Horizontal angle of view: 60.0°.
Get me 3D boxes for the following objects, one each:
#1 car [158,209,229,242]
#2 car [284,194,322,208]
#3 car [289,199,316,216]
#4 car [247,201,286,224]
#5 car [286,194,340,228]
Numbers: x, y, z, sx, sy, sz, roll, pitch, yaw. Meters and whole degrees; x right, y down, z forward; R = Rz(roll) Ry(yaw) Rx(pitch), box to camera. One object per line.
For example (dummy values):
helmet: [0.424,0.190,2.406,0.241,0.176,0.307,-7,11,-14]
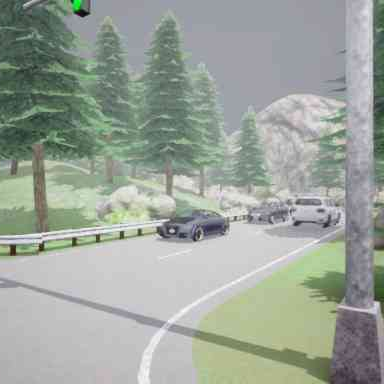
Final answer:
car: [0.205,1.580,16.657,1.994,1.385,4.181,0,0,34]
car: [16.835,1.324,50.773,2.150,2.045,5.566,3,-2,-29]
car: [11.212,1.523,33.548,1.837,1.490,4.892,0,0,27]
car: [5.741,1.509,24.918,2.128,1.511,4.902,0,0,34]
car: [8.486,1.354,22.549,2.150,2.045,5.566,0,-1,34]
